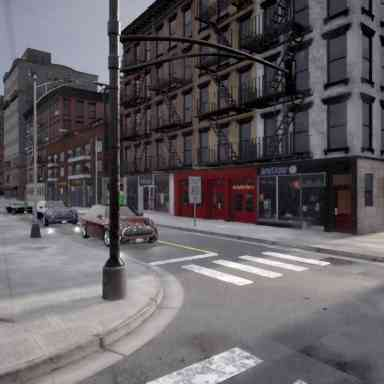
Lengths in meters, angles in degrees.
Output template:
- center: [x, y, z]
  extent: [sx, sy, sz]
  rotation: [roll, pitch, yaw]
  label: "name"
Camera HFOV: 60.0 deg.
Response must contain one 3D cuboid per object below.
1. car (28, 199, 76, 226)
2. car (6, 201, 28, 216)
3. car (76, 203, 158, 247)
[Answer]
- center: [-9.528, 1.318, 23.039]
  extent: [2.097, 1.767, 4.553]
  rotation: [0, 0, -37]
  label: "car"
- center: [-16.537, 1.547, 32.129]
  extent: [1.895, 1.301, 4.718]
  rotation: [0, 0, -38]
  label: "car"
- center: [-3.392, 1.335, 15.104]
  extent: [2.097, 1.767, 4.553]
  rotation: [0, 0, -35]
  label: "car"
